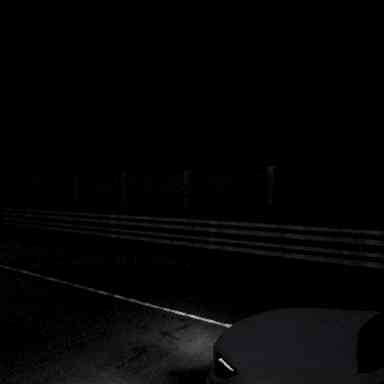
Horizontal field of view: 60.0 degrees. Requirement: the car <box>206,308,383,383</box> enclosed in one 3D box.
[{"bbox_3d":[2.310,1.526,2.353,4.674,1.442,1.812,0,0,35],"label":"car"}]
